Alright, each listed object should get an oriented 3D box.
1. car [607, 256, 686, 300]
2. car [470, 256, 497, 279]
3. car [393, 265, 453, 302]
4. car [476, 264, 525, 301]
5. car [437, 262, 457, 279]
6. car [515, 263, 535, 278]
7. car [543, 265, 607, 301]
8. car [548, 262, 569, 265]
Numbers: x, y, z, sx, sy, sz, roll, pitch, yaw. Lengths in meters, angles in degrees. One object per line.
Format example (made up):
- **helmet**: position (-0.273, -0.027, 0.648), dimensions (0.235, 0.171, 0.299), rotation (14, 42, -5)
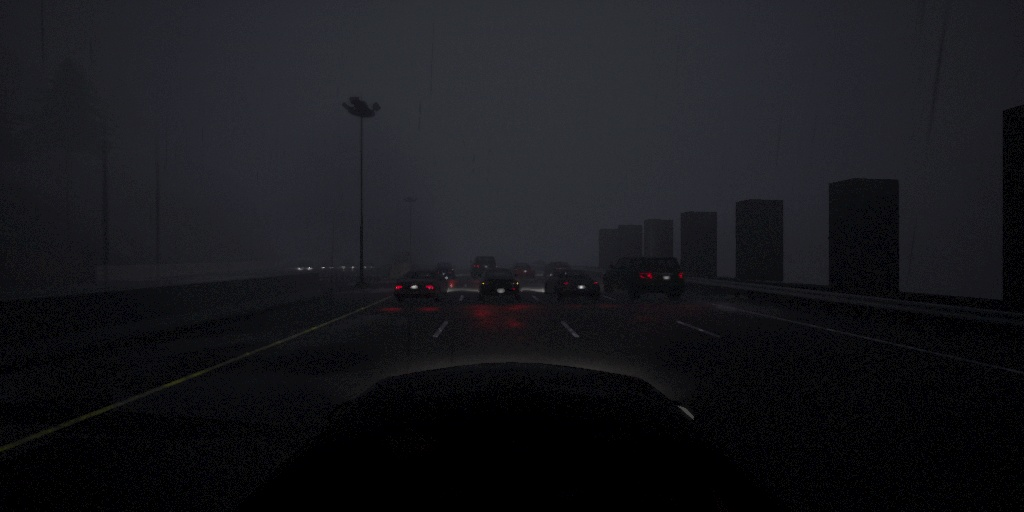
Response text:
- **car**: position (6.317, 1.005, 17.825), dimensions (2.150, 2.045, 5.566), rotation (0, 0, -5)
- **car**: position (-2.624, 1.005, 32.844), dimensions (2.150, 2.045, 5.566), rotation (0, 0, -10)
- **car**: position (-4.144, 1.310, 16.920), dimensions (2.033, 1.411, 5.357), rotation (0, 0, -5)
- **car**: position (-0.656, 1.280, 17.212), dimensions (1.812, 1.442, 4.674), rotation (0, 0, -5)
- **car**: position (-6.070, 1.280, 32.233), dimensions (1.812, 1.442, 4.674), rotation (0, 0, -10)
- **car**: position (0.832, 1.320, 33.396), dimensions (1.994, 1.385, 4.181), rotation (0, 0, -10)
- **car**: position (2.832, 1.320, 17.504), dimensions (1.994, 1.385, 4.181), rotation (0, 0, -5)
- **car**: position (4.284, 1.264, 33.977), dimensions (1.837, 1.490, 4.892), rotation (0, 0, -10)
